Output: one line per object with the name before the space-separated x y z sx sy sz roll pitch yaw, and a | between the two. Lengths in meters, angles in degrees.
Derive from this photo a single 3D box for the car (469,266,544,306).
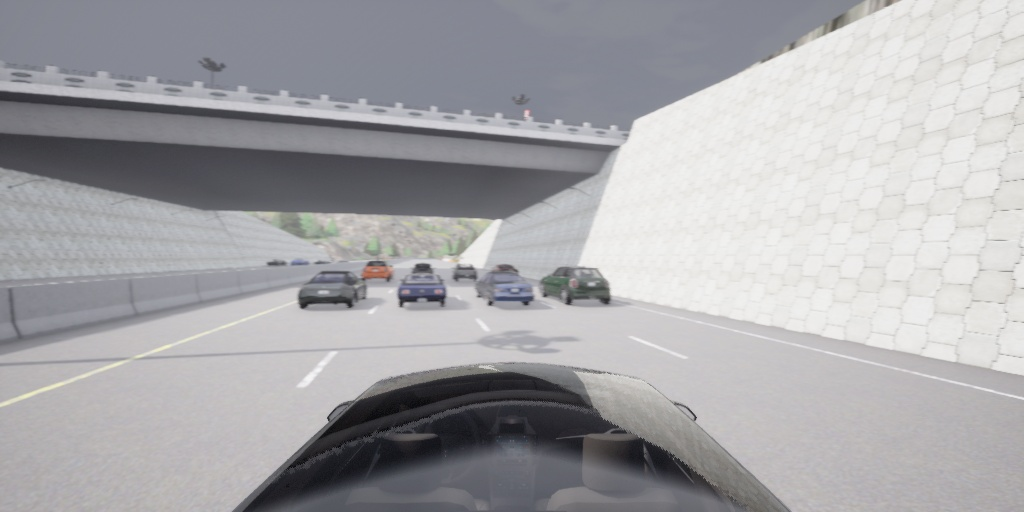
car | -0.491 1.392 16.428 2.033 1.411 5.357 1 0 -14

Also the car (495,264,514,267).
car | -0.818 1.427 32.309 1.882 1.535 5.008 1 0 -14

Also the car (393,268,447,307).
car | -3.916 1.390 15.699 1.895 1.301 4.718 1 0 -14

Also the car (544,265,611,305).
car | 2.888 1.250 17.360 2.097 1.767 4.553 1 -1 -14

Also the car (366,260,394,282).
car | -10.912 1.132 29.395 2.097 1.767 4.553 1 -1 -14

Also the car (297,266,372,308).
car | -7.363 1.299 15.069 1.994 1.385 4.181 1 0 -14

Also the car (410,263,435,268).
car | -7.571 1.346 30.456 1.837 1.490 4.892 1 0 -14

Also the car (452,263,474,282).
car | -4.170 1.386 31.280 2.128 1.511 4.902 1 0 -14
